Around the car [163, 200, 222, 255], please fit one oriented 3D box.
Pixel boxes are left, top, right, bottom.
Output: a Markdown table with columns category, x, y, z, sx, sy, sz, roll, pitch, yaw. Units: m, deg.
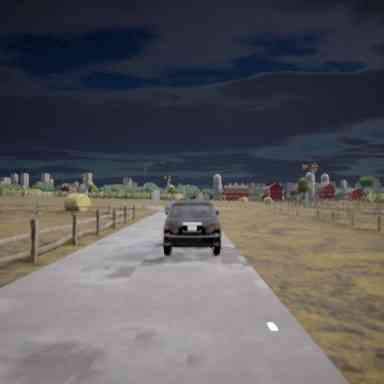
| category | x | y | z | sx | sy | sz | roll | pitch | yaw |
| --- | --- | --- | --- | --- | --- | --- | --- | --- | --- |
| car | 0.009 | 1.358 | 14.039 | 2.150 | 2.045 | 5.566 | 0 | 0 | 0 |

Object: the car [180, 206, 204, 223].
| category | x | y | z | sx | sy | sz | roll | pitch | yaw |
| --- | --- | --- | --- | --- | --- | --- | --- | --- | --- |
| car | 0.017 | 1.906 | 29.144 | 1.895 | 1.301 | 4.718 | 0 | -1 | 0 |

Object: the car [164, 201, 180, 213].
| category | x | y | z | sx | sy | sz | roll | pitch | yaw |
| --- | --- | --- | --- | --- | --- | --- | --- | --- | --- |
| car | -2.731 | 2.022 | 46.465 | 1.837 | 1.490 | 4.892 | 0 | -1 | 0 |
